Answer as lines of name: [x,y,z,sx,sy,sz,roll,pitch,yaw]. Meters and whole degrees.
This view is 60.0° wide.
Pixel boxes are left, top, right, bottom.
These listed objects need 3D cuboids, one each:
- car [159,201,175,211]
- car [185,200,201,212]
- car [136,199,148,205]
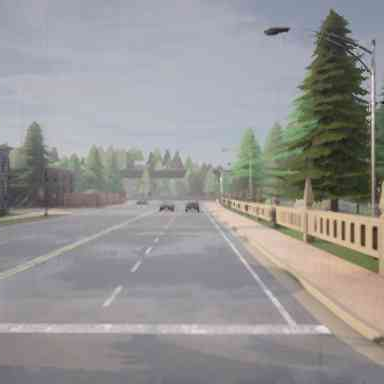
car: [-3.398,1.954,46.036,1.895,1.301,4.718,0,0,0]
car: [0.077,1.852,44.970,1.837,1.490,4.892,0,0,0]
car: [-10.496,2.079,70.322,2.033,1.411,5.357,0,0,0]
